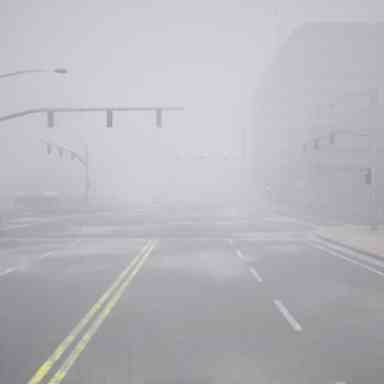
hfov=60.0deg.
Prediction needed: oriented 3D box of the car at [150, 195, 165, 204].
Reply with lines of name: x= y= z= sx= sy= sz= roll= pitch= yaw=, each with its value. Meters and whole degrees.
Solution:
car: x=-7.020 y=1.657 z=64.831 sx=1.994 sy=1.385 sz=4.181 roll=0 pitch=0 yaw=0

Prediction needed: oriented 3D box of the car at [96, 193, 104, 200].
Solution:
car: x=-23.949 y=1.286 z=87.746 sx=1.905 sy=1.878 sz=3.866 roll=0 pitch=0 yaw=0

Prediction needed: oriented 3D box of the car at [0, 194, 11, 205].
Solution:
car: x=-32.536 y=1.477 z=55.207 sx=1.970 sy=1.475 sz=3.806 roll=0 pitch=0 yaw=0

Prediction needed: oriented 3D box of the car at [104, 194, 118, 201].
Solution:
car: x=-21.055 y=1.283 z=87.682 sx=1.932 sy=1.855 sz=4.605 roll=0 pitch=0 yaw=0

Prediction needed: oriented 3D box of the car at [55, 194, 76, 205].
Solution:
car: x=-26.716 y=1.500 z=70.288 sx=1.970 sy=1.475 sz=3.806 roll=0 pitch=0 yaw=0

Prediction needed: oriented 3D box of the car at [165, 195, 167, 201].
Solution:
car: x=-7.006 y=1.498 z=80.180 sx=1.837 sy=1.490 sz=4.892 roll=0 pitch=0 yaw=0
